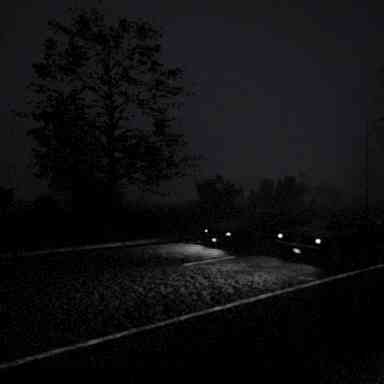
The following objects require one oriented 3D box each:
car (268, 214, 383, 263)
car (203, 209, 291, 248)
[{"bbox_3d":[5.144,1.540,11.776,4.718,1.301,1.895,0,0,-34],"label":"car"},{"bbox_3d":[3.071,1.486,14.605,5.357,1.411,2.033,0,0,-34],"label":"car"}]
